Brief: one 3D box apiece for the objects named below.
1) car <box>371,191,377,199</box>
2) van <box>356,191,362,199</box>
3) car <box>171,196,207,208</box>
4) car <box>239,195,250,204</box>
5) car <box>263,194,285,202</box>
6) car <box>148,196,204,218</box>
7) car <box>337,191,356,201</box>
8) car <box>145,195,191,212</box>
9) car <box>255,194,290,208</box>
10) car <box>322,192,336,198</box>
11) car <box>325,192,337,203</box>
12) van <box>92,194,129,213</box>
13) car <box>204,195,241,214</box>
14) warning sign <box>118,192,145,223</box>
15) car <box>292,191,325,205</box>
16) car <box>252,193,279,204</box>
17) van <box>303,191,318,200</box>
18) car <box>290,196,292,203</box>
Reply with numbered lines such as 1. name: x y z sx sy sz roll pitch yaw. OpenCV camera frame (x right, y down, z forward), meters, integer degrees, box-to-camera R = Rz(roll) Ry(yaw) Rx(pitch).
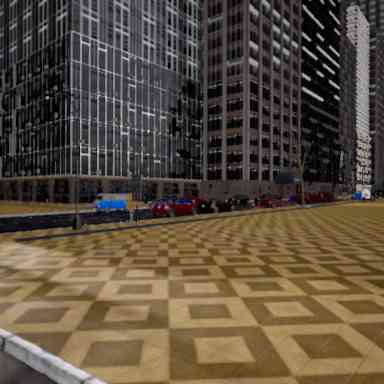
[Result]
1. car: 39.386 0.829 74.818 2.008 1.369 4.403 1 1 41
2. van: 35.682 0.664 70.499 1.690 1.788 3.998 1 1 41
3. car: -0.317 1.183 41.452 1.887 1.381 4.507 1 1 41
4. car: 7.099 1.114 50.077 1.947 1.339 4.313 1 1 41
5. car: 14.512 1.023 58.710 1.947 1.339 4.313 1 1 41
6. car: -1.282 1.216 27.259 1.967 1.590 4.097 1 1 41
7. car: 28.380 0.937 61.998 1.752 1.417 4.829 1 1 41
8. car: -2.415 1.180 35.022 1.882 1.535 5.008 0 1 41
9. car: 9.741 1.221 40.288 1.802 1.307 4.206 1 1 41
10. car: 33.040 0.799 80.293 1.947 1.339 4.313 1 1 41
11. car: 20.859 0.818 53.233 2.192 1.841 5.009 1 1 41
12. van: -7.812 1.070 32.890 1.690 1.788 3.998 1 1 41
13. car: 2.380 1.296 31.613 1.947 1.339 4.313 1 1 41
14. warning sign: -3.797 0.955 20.888 1.300 1.860 1.060 0 0 41
15. car: 17.153 0.864 48.917 2.192 1.841 5.009 1 1 41
16. car: 11.245 1.018 50.789 1.882 1.535 5.008 0 0 41
17. van: 25.630 0.663 71.656 1.690 1.788 3.998 1 1 41
18. car: 16.960 1.037 52.837 1.812 1.442 4.674 0 1 41
